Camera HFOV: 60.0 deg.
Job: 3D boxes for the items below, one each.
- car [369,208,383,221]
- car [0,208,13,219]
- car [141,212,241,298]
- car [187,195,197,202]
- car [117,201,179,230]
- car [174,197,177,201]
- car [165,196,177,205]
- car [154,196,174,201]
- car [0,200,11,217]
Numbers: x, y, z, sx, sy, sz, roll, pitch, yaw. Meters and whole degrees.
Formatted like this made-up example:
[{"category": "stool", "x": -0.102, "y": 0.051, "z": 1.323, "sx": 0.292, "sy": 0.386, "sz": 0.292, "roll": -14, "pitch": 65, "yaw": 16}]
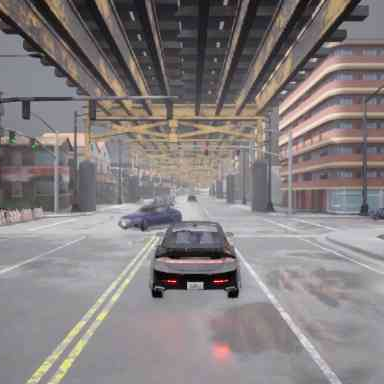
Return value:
[{"category": "car", "x": 16.053, "y": 1.526, "z": 25.378, "sx": 4.674, "sy": 1.442, "sz": 1.812, "roll": 0, "pitch": 0, "yaw": 0}, {"category": "car", "x": -16.769, "y": 1.453, "z": 25.955, "sx": 4.974, "sy": 1.542, "sz": 2.038, "roll": 0, "pitch": 0, "yaw": -20}, {"category": "car", "x": 0.071, "y": 1.492, "z": 8.480, "sx": 2.128, "sy": 1.511, "sz": 4.902, "roll": 0, "pitch": 0, "yaw": 0}, {"category": "car", "x": -0.014, "y": 1.381, "z": 75.101, "sx": 1.837, "sy": 1.490, "sz": 4.892, "roll": 0, "pitch": 1, "yaw": 0}, {"category": "car", "x": -2.486, "y": 1.526, "z": 20.474, "sx": 1.812, "sy": 1.442, "sz": 4.674, "roll": -1, "pitch": -1, "yaw": 35}, {"category": "car", "x": -3.604, "y": 1.352, "z": 48.123, "sx": 2.097, "sy": 1.767, "sz": 4.553, "roll": 0, "pitch": 0, "yaw": 0}, {"category": "car", "x": -3.596, "y": 1.511, "z": 58.275, "sx": 1.812, "sy": 1.442, "sz": 4.674, "roll": 0, "pitch": 0, "yaw": 0}, {"category": "car", "x": -3.607, "y": 1.491, "z": 37.948, "sx": 2.128, "sy": 1.511, "sz": 4.902, "roll": 0, "pitch": 0, "yaw": 0}, {"category": "car", "x": -16.817, "y": 1.295, "z": 25.937, "sx": 4.536, "sy": 1.218, "sz": 1.853, "roll": 0, "pitch": 0, "yaw": -20}]
